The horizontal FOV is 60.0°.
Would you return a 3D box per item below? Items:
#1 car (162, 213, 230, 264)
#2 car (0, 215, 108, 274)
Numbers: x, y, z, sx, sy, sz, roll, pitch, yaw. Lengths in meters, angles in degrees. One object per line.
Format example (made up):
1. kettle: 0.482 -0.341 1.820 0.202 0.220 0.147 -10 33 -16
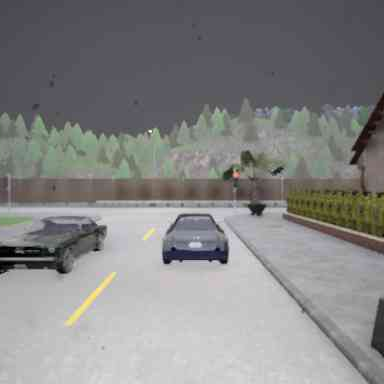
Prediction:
1. car: 0.100 1.378 11.067 1.994 1.385 4.181 0 1 0
2. car: -4.045 1.432 10.072 1.895 1.301 4.718 0 1 1
